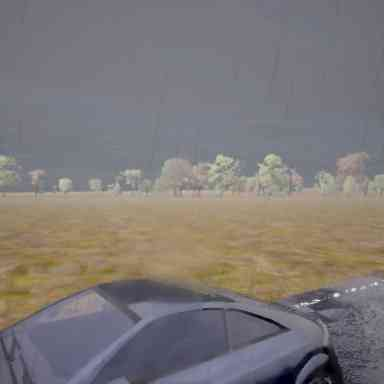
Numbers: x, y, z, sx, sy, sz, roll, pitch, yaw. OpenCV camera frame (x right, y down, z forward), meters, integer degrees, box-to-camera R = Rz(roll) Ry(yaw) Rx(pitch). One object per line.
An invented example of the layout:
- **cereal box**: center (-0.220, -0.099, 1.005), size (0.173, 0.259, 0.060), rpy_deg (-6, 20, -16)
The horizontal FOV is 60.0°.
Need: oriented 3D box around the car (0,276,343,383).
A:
- **car**: center (-0.585, 1.557, 2.871), size (4.181, 1.385, 1.994), rpy_deg (0, 0, -35)
